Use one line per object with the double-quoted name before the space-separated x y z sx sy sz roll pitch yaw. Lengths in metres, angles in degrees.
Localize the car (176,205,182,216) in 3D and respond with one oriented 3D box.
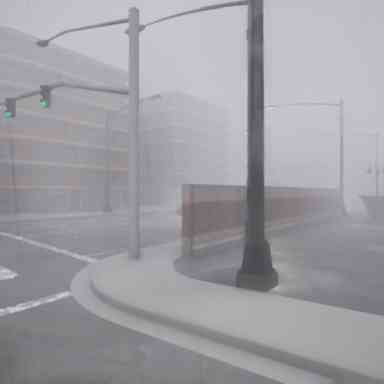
"car" 0.452 1.508 32.431 1.837 1.490 4.892 0 0 36
